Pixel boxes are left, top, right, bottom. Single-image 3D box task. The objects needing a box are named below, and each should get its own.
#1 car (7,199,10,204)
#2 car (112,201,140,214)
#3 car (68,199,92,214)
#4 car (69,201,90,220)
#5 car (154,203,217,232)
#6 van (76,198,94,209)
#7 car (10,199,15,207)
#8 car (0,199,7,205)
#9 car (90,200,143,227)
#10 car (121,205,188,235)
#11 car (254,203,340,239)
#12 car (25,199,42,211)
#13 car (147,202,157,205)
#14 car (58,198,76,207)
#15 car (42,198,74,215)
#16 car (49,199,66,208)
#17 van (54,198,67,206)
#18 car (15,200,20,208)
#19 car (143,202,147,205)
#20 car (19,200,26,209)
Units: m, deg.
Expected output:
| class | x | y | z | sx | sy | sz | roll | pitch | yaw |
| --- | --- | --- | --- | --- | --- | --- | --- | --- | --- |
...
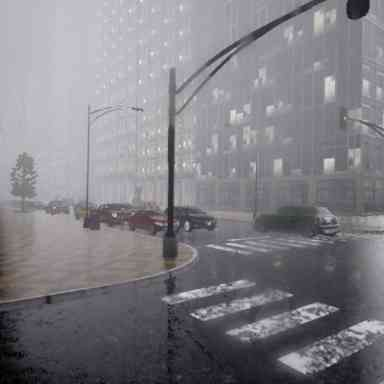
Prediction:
| class | x | y | z | sx | sy | sz | roll | pitch | yaw |
| --- | --- | --- | --- | --- | --- | --- | --- | --- | --- |
| car | -34.912 | 2.207 | 65.893 | 1.802 | 1.307 | 4.206 | 1 | -1 | -35 |
| car | -8.576 | 1.971 | 42.914 | 1.752 | 1.417 | 4.829 | 1 | -1 | -35 |
| car | -12.040 | 1.815 | 37.805 | 2.128 | 1.511 | 4.902 | 1 | -1 | -35 |
| car | -8.721 | 1.711 | 28.520 | 1.752 | 1.417 | 4.829 | 1 | -1 | -35 |
| car | -0.349 | 1.632 | 21.099 | 1.837 | 1.490 | 4.892 | 1 | -1 | -33 |
| van | -18.264 | 1.949 | 56.740 | 1.690 | 1.788 | 3.998 | 1 | -1 | -35 |
| car | -31.651 | 2.121 | 61.239 | 2.008 | 1.369 | 4.403 | 1 | -1 | -35 |
| car | -41.435 | 2.285 | 75.202 | 2.008 | 1.369 | 4.403 | 1 | -1 | -35 |
| car | -5.557 | 1.573 | 24.006 | 1.967 | 1.590 | 4.097 | 1 | -1 | -35 |
| car | -2.296 | 1.660 | 19.350 | 1.802 | 1.307 | 4.206 | 1 | -1 | -35 |
| car | 5.569 | 1.479 | 18.224 | 2.097 | 1.767 | 4.553 | 1 | -1 | -35 |
| car | -21.865 | 1.957 | 47.276 | 2.008 | 1.369 | 4.403 | 1 | -1 | -35 |
| car | -5.218 | 1.830 | 38.122 | 1.967 | 1.590 | 4.097 | 1 | -1 | -35 |
| car | -24.787 | 2.033 | 66.049 | 2.192 | 1.841 | 5.009 | 1 | -1 | -35 |
| car | -15.342 | 1.737 | 37.969 | 1.967 | 1.590 | 4.097 | 1 | -1 | -35 |
| car | -25.154 | 2.148 | 62.073 | 1.837 | 1.490 | 4.892 | 1 | -1 | -35 |
| van | -28.049 | 2.114 | 70.703 | 1.690 | 1.788 | 3.998 | 1 | -1 | -35 |
| car | -28.388 | 2.061 | 56.585 | 1.887 | 1.381 | 4.507 | 1 | -1 | -35 |
| car | -6.117 | 1.729 | 29.333 | 1.837 | 1.490 | 4.892 | 1 | -1 | -35 |
| car | -25.127 | 2.027 | 51.930 | 1.947 | 1.339 | 4.313 | 1 | -1 | -35 |
